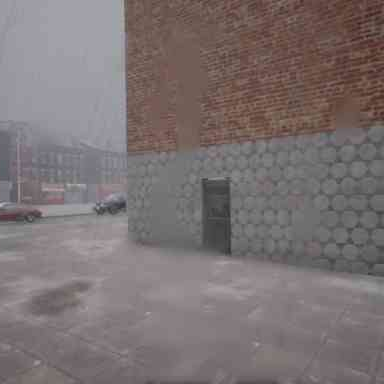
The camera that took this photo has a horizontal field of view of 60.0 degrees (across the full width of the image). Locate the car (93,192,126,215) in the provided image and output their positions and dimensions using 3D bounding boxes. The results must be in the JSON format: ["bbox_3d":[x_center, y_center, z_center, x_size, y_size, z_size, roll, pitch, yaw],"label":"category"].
[{"bbox_3d":[-6.759,1.052,31.740,2.150,2.045,5.566,-2,0,35],"label":"car"}]

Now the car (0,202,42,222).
[{"bbox_3d":[-12.869,1.470,23.070,1.812,1.442,4.674,-2,0,37],"label":"car"}]
